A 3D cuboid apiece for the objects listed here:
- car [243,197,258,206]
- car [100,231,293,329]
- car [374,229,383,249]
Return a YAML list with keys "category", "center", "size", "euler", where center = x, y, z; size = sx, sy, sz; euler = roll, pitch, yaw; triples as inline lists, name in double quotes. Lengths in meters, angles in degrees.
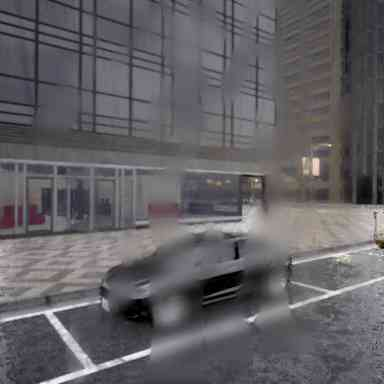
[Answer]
- category: "car"
  center: [9.289, 1.613, 57.681]
  size: [2.128, 1.511, 4.902]
  euler: [1, -1, -35]
- category: "car"
  center: [0.304, 1.559, 6.975]
  size: [4.313, 1.339, 1.947]
  euler: [0, 1, -36]
- category: "car"
  center: [9.052, 1.510, 13.218]
  size: [4.829, 1.417, 1.752]
  euler: [0, 1, -36]
